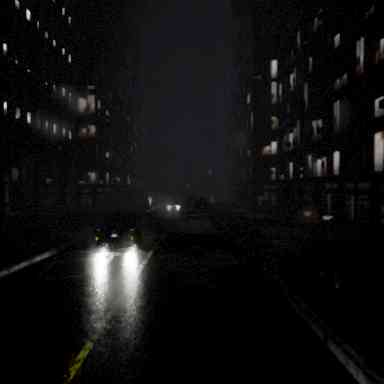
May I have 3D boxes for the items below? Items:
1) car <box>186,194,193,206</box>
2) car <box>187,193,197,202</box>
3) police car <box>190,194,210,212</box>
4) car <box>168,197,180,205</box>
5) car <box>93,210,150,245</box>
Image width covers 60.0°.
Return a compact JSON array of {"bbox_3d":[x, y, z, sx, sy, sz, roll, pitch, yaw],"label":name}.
[{"bbox_3d":[-0.031,1.531,55.796,2.033,1.411,5.357,0,0,0],"label":"car"},{"bbox_3d":[-0.041,1.228,75.703,2.097,1.767,4.553,0,0,0],"label":"car"},{"bbox_3d":[1.029,1.405,37.802,1.930,1.638,5.238,0,0,0],"label":"police car"},{"bbox_3d":[-3.088,1.584,57.031,1.895,1.301,4.718,0,0,0],"label":"car"},{"bbox_3d":[-3.108,1.551,15.286,1.994,1.385,4.181,0,0,0],"label":"car"}]
